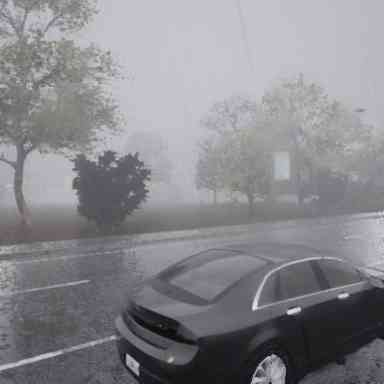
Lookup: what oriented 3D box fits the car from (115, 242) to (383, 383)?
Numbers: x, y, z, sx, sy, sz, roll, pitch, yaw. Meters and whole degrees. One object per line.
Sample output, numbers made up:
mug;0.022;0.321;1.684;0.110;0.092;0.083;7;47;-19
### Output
car;1.346;1.512;4.842;4.892;1.490;1.837;0;0;-36
